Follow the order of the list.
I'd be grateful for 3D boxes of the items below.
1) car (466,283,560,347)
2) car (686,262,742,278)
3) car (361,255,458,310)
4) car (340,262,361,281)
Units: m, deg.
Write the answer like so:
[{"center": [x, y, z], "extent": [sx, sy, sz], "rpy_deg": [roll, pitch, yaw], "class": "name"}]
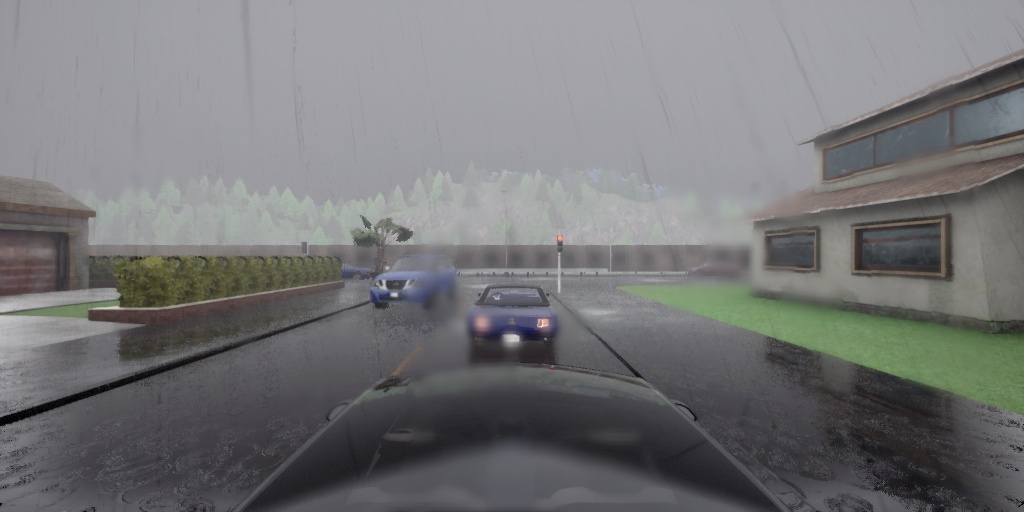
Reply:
[{"center": [0.042, 1.351, 9.295], "extent": [1.895, 1.301, 4.718], "rpy_deg": [0, 0, 1], "class": "car"}, {"center": [18.535, 1.276, 33.017], "extent": [4.674, 1.442, 1.812], "rpy_deg": [0, 0, 0], "class": "car"}, {"center": [-3.794, 0.972, 15.002], "extent": [2.150, 2.045, 5.566], "rpy_deg": [0, 0, 4], "class": "car"}, {"center": [-13.676, 1.228, 28.802], "extent": [5.008, 1.535, 1.882], "rpy_deg": [0, 0, 0], "class": "car"}]
